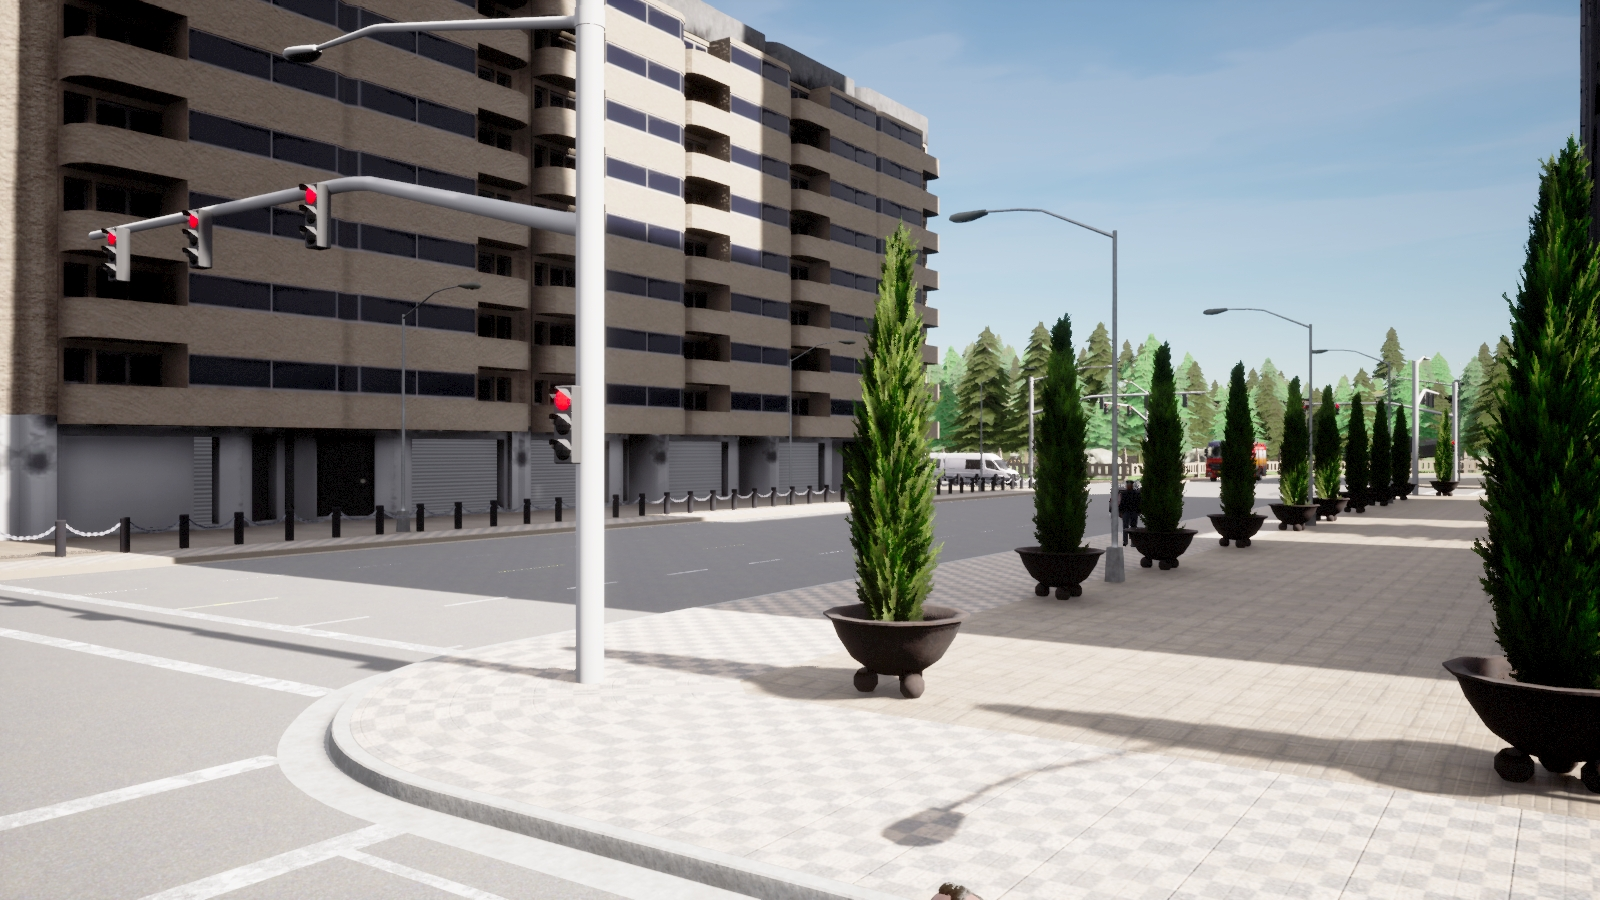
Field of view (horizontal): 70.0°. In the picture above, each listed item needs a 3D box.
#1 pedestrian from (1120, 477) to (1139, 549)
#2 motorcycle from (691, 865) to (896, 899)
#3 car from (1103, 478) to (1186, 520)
[{"bbox_3d":[8.621,1.642,29.883,0.375,1.860,0.375,0,0,31],"label":"pedestrian"},{"bbox_3d":[0.516,2.205,3.364,2.209,1.251,0.867,0,0,34],"label":"motorcycle"},{"bbox_3d":[14.225,1.984,47.009,2.007,1.525,4.514,0,0,35],"label":"car"}]
